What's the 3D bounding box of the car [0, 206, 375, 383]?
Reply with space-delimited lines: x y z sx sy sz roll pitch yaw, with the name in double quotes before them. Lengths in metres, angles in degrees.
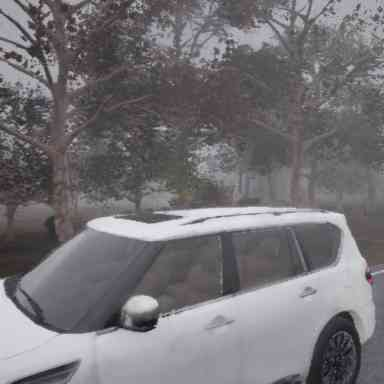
"car" -0.295 1.221 3.477 5.566 2.045 2.150 0 0 -36
